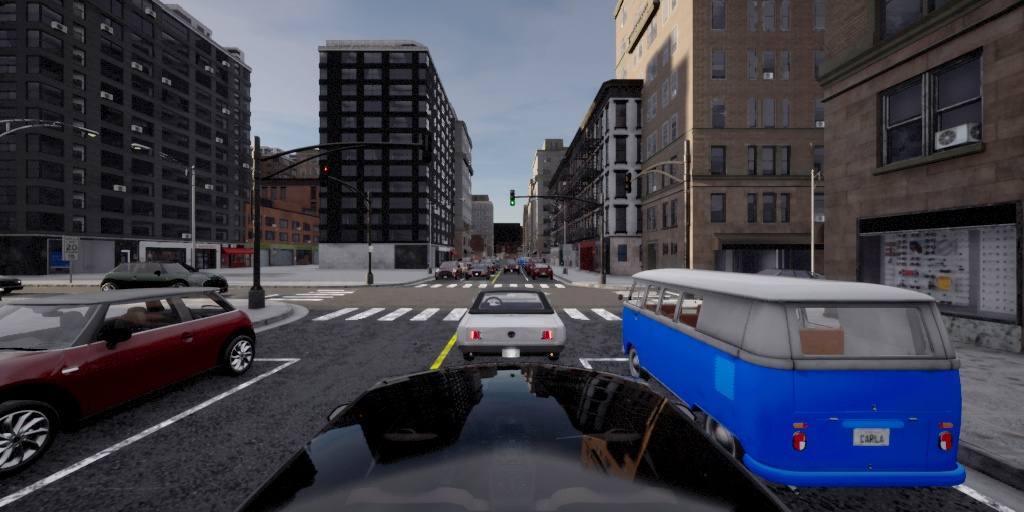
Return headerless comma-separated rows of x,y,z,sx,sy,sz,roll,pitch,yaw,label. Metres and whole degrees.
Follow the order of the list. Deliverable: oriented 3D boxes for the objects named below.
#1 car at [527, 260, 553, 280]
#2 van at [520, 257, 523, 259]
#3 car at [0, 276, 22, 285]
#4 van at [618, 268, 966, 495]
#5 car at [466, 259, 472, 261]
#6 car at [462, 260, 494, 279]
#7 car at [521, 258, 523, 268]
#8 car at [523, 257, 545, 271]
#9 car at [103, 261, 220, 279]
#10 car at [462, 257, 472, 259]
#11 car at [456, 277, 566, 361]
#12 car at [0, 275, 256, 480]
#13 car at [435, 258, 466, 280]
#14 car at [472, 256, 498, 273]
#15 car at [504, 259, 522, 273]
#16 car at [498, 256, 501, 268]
2.557,1.295,31.359,1.888,1.381,4.507,0,0,0,car
2.496,1.088,52.998,1.690,1.789,3.998,0,0,0,van
-26.353,1.160,16.627,5.357,1.411,2.033,0,0,0,car
2.632,1.091,4.479,1.690,1.789,3.998,0,0,0,van
-5.483,1.275,36.576,1.751,1.417,4.829,0,0,0,car
-2.932,1.314,31.516,1.994,1.385,4.181,0,0,-1,car
2.511,1.294,47.588,1.888,1.381,4.507,0,0,0,car
2.542,1.065,36.768,2.192,1.841,5.009,0,0,0,car
-15.961,1.023,16.664,4.553,1.767,2.097,0,0,0,car
-5.498,1.064,42.155,2.192,1.841,5.009,0,0,0,car
-0.016,1.351,8.260,1.895,1.301,4.718,0,0,0,car
-5.393,1.190,4.457,1.967,1.591,4.097,0,0,0,car
-5.468,1.190,31.337,1.967,1.591,4.097,0,0,0,car
-2.938,1.102,40.136,2.097,1.767,4.553,0,0,0,car
-0.030,1.350,43.516,1.895,1.301,4.718,0,0,0,car
-2.967,1.101,49.011,2.097,1.767,4.553,0,0,0,car
